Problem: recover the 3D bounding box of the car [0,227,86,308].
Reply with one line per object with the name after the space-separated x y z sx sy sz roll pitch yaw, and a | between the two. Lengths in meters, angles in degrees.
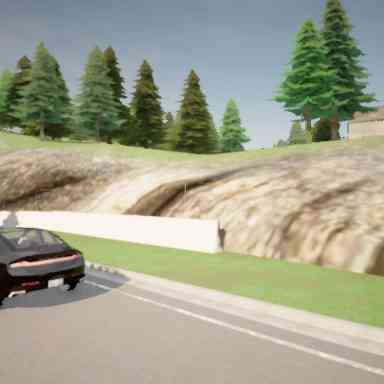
-4.534 1.622 8.214 4.902 1.511 2.128 -1 -1 41 | car
